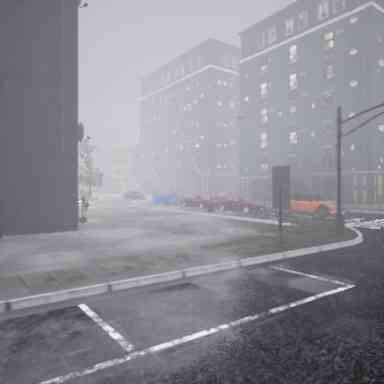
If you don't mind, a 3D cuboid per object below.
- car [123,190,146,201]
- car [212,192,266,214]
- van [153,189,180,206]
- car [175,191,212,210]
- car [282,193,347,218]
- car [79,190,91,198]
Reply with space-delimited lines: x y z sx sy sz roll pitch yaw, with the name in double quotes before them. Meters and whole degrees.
"car" -8.445 0.529 48.723 1.837 1.490 4.892 0 1 -36
"car" 3.978 1.003 26.968 1.887 1.381 4.507 1 0 -36
"van" -2.642 0.586 36.204 1.690 1.788 3.998 1 0 -36
"car" 0.698 0.896 31.606 1.887 1.381 4.507 1 0 -36
"car" 9.019 0.859 24.718 2.097 1.767 4.553 0 1 -36
"car" -19.373 0.296 59.193 1.802 1.307 4.206 1 0 -36
